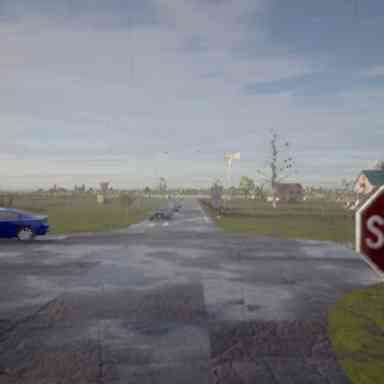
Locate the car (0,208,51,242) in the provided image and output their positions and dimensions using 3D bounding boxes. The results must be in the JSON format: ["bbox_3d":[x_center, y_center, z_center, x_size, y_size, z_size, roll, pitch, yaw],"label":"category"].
[{"bbox_3d":[-9.379,1.513,15.718,5.008,1.535,1.882,1,2,-21],"label":"car"}]

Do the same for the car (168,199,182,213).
[{"bbox_3d":[-2.782,2.015,45.859,2.128,1.511,4.902,0,-1,0],"label":"car"}]

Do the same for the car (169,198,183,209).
[{"bbox_3d":[-2.768,2.016,57.955,2.097,1.767,4.553,0,-1,0],"label":"car"}]

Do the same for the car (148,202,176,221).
[{"bbox_3d":[-2.821,1.913,30.597,1.994,1.385,4.181,0,-1,-1],"label":"car"}]
